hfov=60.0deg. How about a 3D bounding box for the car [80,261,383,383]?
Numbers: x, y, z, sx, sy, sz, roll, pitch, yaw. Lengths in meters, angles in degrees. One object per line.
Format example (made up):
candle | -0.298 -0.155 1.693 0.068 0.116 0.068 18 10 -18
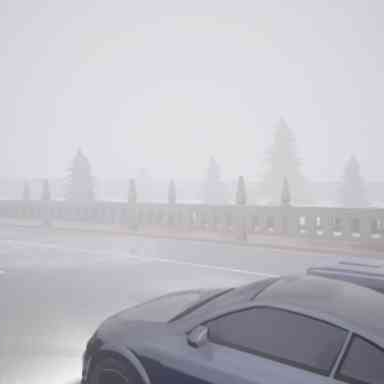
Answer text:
car | 0.870 1.547 3.159 4.181 1.385 1.994 0 0 35

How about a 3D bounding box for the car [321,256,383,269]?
car | 4.203 1.571 5.181 4.718 1.301 1.895 0 0 36
